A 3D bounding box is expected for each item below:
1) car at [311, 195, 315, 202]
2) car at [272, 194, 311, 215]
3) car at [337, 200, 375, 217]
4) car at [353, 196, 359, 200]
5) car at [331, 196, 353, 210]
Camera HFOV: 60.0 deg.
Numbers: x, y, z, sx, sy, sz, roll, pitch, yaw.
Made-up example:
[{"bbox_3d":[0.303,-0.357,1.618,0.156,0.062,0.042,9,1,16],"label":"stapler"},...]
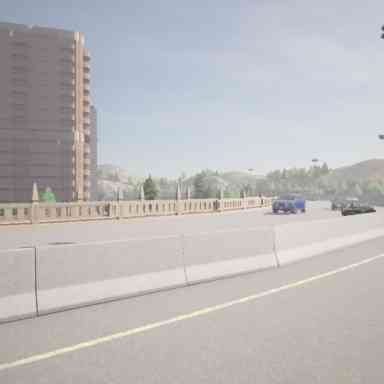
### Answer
[{"bbox_3d":[25.327,1.394,72.325,1.837,1.490,4.892,0,0,8],"label":"car"},{"bbox_3d":[10.226,1.221,34.609,2.150,2.045,5.566,0,0,35],"label":"car"},{"bbox_3d":[13.949,1.600,27.895,1.895,1.301,4.718,0,0,37],"label":"car"},{"bbox_3d":[30.997,1.521,64.481,1.812,1.442,4.674,0,0,14],"label":"car"},{"bbox_3d":[18.353,1.491,41.143,2.128,1.511,4.902,0,0,28],"label":"car"}]
